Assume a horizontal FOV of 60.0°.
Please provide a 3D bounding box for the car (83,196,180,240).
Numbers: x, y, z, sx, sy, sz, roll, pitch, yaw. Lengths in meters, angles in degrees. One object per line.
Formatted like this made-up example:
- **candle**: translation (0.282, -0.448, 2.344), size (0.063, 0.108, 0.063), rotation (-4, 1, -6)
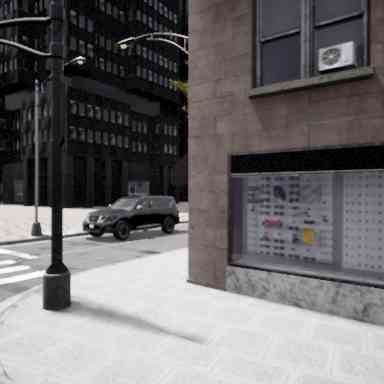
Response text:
- **car**: translation (-2.954, 1.233, 17.519), size (2.150, 2.045, 5.566), rotation (0, 0, 37)
